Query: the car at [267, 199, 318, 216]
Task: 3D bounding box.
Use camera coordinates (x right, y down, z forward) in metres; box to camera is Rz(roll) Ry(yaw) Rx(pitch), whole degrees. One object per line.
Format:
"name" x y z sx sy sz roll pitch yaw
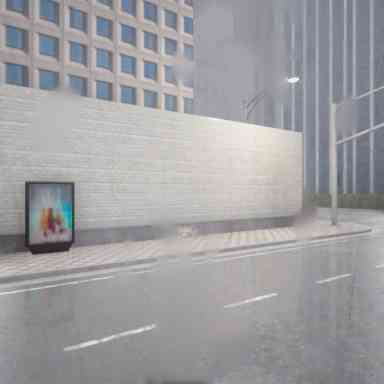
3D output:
"car" 10.434 1.547 34.841 2.128 1.511 4.902 0 0 -36

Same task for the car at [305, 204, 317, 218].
"car" 9.053 1.533 30.755 1.882 1.535 5.008 0 0 -36

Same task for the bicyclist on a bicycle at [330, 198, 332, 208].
"bicyclist on a bicycle" 18.659 1.356 43.935 1.656 1.620 0.582 0 0 -36
